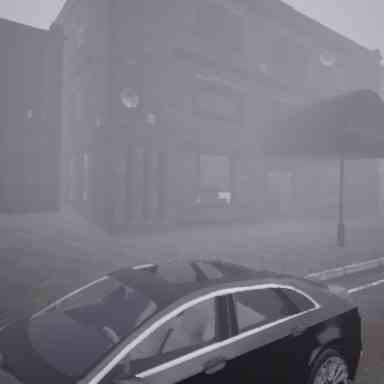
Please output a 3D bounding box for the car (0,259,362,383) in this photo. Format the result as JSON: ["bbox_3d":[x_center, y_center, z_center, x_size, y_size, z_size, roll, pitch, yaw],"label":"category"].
[{"bbox_3d":[-0.309,1.504,3.159,4.902,1.511,2.128,1,0,-36],"label":"car"}]
